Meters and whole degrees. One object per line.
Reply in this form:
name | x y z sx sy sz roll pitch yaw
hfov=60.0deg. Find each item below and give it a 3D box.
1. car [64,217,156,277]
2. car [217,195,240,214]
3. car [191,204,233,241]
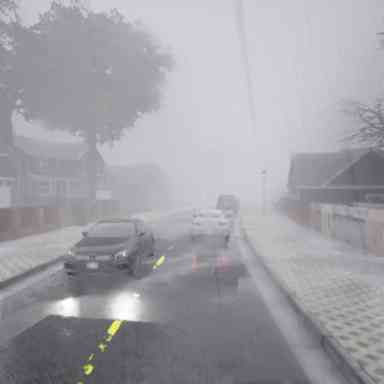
car | -2.311 1.558 10.512 1.812 1.442 4.674 0 0 4
car | 4.018 1.331 36.839 2.150 2.045 5.566 0 0 12
car | 0.989 1.574 16.949 1.812 1.442 4.674 0 0 5
